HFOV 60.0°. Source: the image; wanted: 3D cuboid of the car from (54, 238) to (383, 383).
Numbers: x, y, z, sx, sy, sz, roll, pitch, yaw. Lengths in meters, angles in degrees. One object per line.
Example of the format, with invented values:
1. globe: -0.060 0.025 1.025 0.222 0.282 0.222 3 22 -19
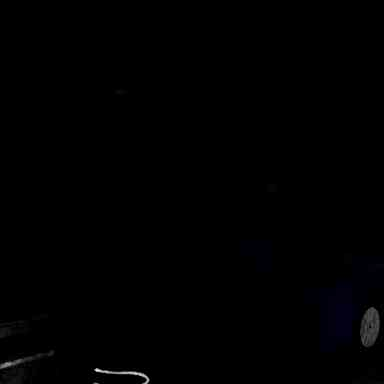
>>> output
1. car: 0.787 1.476 4.576 5.008 1.535 1.882 0 0 -36
